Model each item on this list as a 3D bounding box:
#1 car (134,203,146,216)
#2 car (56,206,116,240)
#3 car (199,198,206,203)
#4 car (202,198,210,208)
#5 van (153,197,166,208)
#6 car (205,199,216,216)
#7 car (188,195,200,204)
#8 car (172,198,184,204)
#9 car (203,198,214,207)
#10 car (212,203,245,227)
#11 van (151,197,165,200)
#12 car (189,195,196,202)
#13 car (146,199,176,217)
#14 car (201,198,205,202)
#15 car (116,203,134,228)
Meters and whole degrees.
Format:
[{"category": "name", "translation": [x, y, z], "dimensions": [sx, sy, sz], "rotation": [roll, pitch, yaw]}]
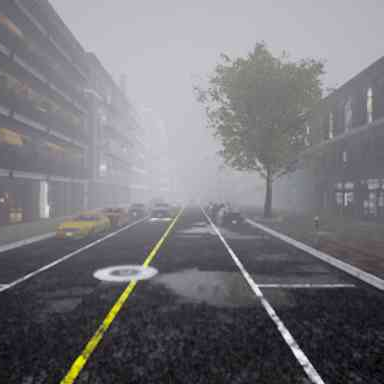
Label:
[{"category": "car", "translation": [-5.644, 1.803, 35.041], "dimensions": [1.947, 1.339, 4.313], "rotation": [0, 0, 0]}, {"category": "car", "translation": [-5.668, 1.643, 17.782], "dimensions": [1.752, 1.417, 4.829], "rotation": [0, 0, 0]}, {"category": "car", "translation": [2.816, 2.264, 91.992], "dimensions": [1.947, 1.339, 4.313], "rotation": [0, -1, 0]}, {"category": "car", "translation": [2.752, 1.904, 46.420], "dimensions": [1.802, 1.307, 4.206], "rotation": [0, 0, 0]}, {"category": "van", "translation": [-5.613, 1.753, 57.830], "dimensions": [1.690, 1.788, 3.998], "rotation": [0, 0, 0]}, {"category": "car", "translation": [2.737, 1.781, 35.026], "dimensions": [1.887, 1.381, 4.507], "rotation": [0, 0, 0]}, {"category": "car", "translation": [0.108, 1.938, 76.942], "dimensions": [2.128, 1.511, 4.902], "rotation": [0, 0, 0]}, {"category": "car", "translation": [-2.895, 1.983, 75.056], "dimensions": [1.812, 1.442, 4.674], "rotation": [0, 0, 0]}, {"category": "car", "translation": [3.089, 1.912, 63.316], "dimensions": [1.801, 1.575, 5.366], "rotation": [0, 0, 0]}, {"category": "car", "translation": [2.721, 1.707, 23.635], "dimensions": [2.008, 1.369, 4.403], "rotation": [0, 0, 0]}, {"category": "van", "translation": [-5.621, 1.708, 52.134], "dimensions": [1.690, 1.788, 3.998], "rotation": [0, 0, 0]}, {"category": "car", "translation": [0.133, 1.858, 94.299], "dimensions": [2.150, 2.045, 5.566], "rotation": [0, -1, 0]}, {"category": "car", "translation": [-3.051, 1.776, 33.931], "dimensions": [2.033, 1.411, 5.357], "rotation": [0, 0, 0]}, {"category": "car", "translation": [2.760, 1.911, 52.117], "dimensions": [1.887, 1.381, 4.507], "rotation": [0, 0, 0]}, {"category": "car", "translation": [-5.660, 1.701, 23.649], "dimensions": [1.887, 1.381, 4.507], "rotation": [0, 0, 0]}]
